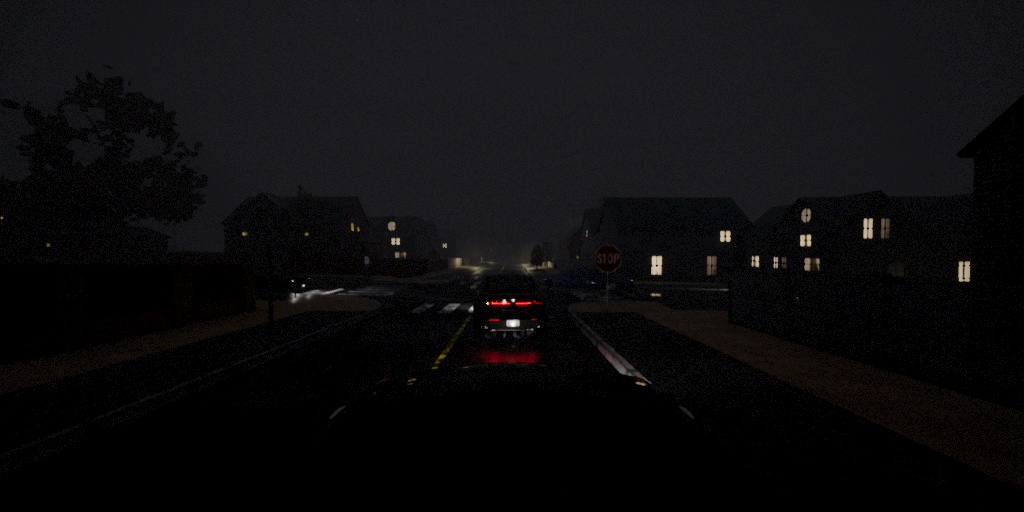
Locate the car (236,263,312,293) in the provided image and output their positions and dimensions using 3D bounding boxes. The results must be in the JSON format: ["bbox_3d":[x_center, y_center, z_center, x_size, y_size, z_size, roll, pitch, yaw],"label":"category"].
[{"bbox_3d":[-13.260,1.066,18.286,5.357,1.411,2.033,1,1,1],"label":"car"}]

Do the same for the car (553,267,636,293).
[{"bbox_3d":[4.586,1.349,21.582,5.357,1.411,2.033,2,1,13],"label":"car"}]

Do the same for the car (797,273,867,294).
[{"bbox_3d":[18.232,1.676,20.766,4.181,1.385,1.994,1,1,1],"label":"car"}]

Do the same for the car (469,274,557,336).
[{"bbox_3d":[-0.150,1.244,10.387,1.837,1.490,4.892,0,0,-4],"label":"car"}]

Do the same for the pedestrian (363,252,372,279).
[{"bbox_3d":[-9.701,0.592,24.083,0.375,1.860,0.375,0,0,1],"label":"pedestrian"}]

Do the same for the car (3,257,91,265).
[{"bbox_3d":[-23.599,0.812,18.443,4.892,1.490,1.837,1,1,1],"label":"car"}]
